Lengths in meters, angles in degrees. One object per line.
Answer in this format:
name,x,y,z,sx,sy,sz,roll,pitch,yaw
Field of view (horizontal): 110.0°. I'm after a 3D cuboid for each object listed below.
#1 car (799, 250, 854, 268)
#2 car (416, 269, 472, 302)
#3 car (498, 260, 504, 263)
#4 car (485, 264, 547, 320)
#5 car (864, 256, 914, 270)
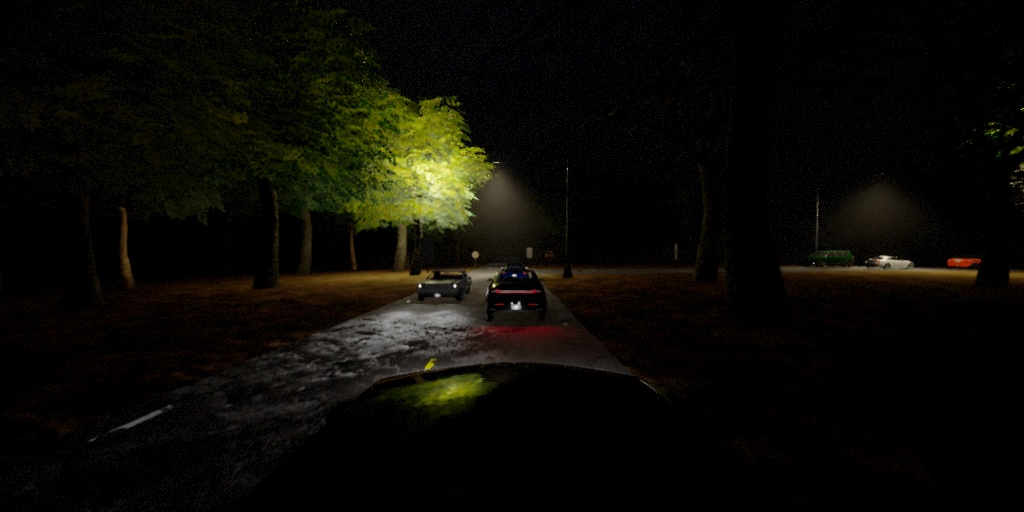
car,36.787,0.361,41.951,5.566,2.045,2.150,0,1,-5
car,-3.036,1.292,16.807,1.895,1.301,4.718,0,0,0
car,0.158,1.218,24.445,1.994,1.385,4.181,0,0,1
car,0.127,1.203,12.463,2.128,1.511,4.902,0,0,0
car,41.266,0.740,39.278,4.674,1.442,1.812,0,1,-7
